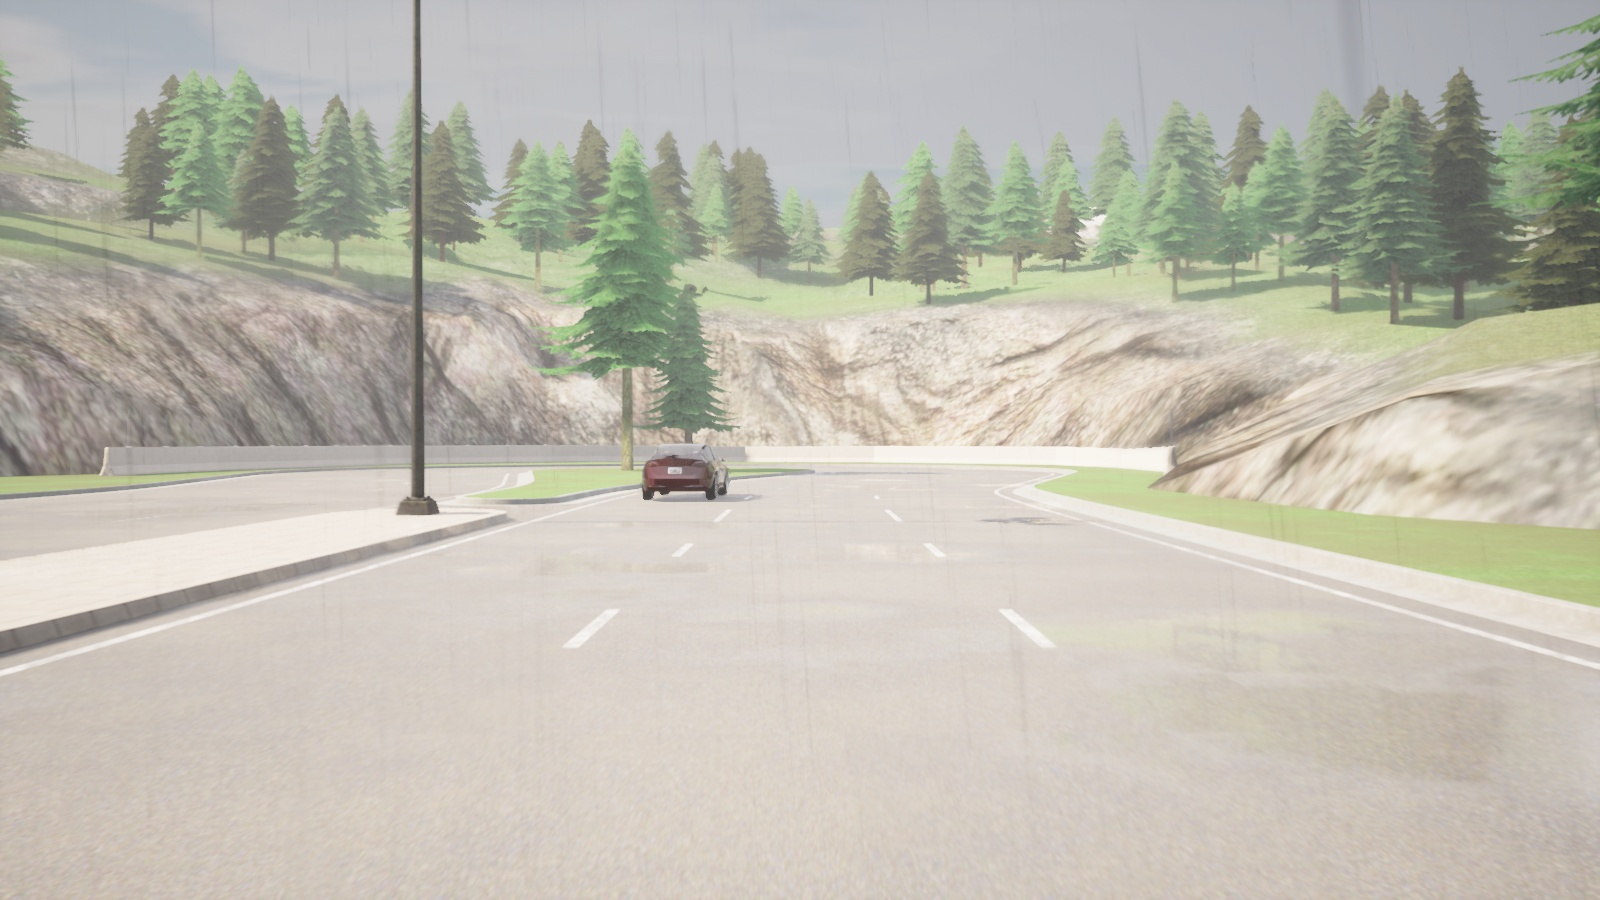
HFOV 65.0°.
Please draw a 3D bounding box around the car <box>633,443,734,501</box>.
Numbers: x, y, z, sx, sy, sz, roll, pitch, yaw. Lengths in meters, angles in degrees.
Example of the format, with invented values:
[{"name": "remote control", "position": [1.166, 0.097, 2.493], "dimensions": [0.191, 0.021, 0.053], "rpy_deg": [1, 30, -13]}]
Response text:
[{"name": "car", "position": [-3.113, 0.549, 34.530], "dimensions": [2.163, 1.488, 4.792], "rpy_deg": [0, 0, 2]}]
